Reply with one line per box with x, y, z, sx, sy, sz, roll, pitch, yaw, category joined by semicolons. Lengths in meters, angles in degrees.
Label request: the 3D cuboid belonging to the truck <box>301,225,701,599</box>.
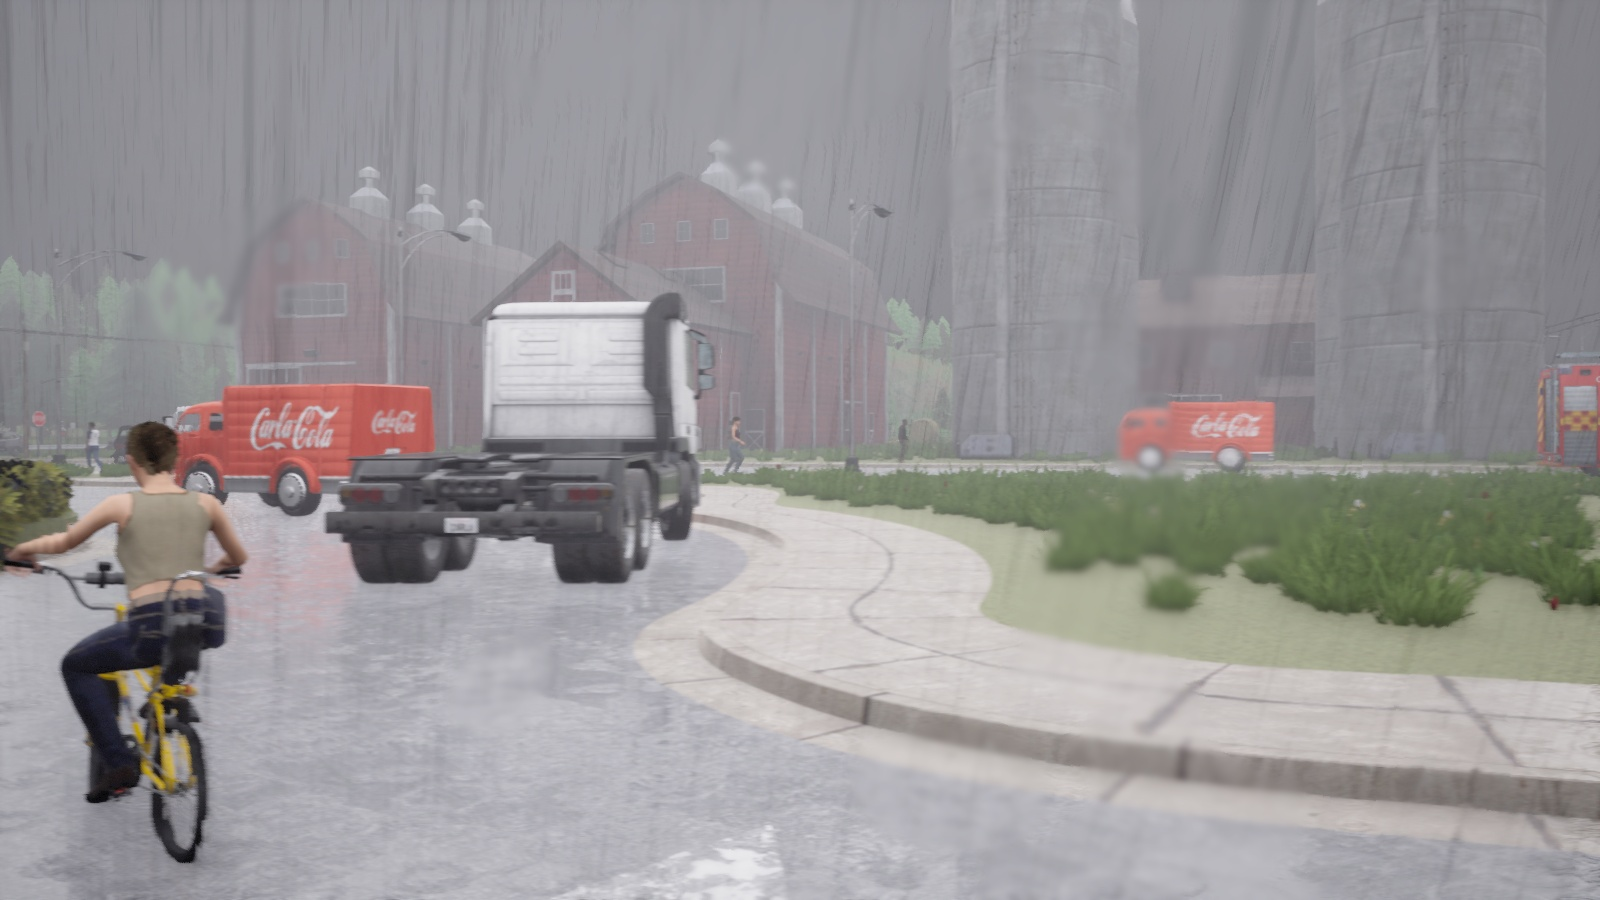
-3.091;-0.423;15.627;2.891;3.462;7.936;0;1;2;truck

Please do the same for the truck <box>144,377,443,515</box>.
-9.953;-0.106;24.699;5.204;2.467;2.627;0;1;25;truck

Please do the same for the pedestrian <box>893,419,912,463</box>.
4.297;-0.371;52.750;0.703;1.840;0.431;1;1;20;pedestrian

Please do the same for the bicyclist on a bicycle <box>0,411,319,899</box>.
-2.657;0.671;4.948;0.866;1.612;1.509;1;1;-44;bicyclist on a bicycle

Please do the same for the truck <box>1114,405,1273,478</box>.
13.901;-0.342;44.488;5.204;2.467;2.627;1;1;18;truck

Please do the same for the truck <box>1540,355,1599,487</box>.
26.773;-0.844;36.656;8.468;3.827;2.891;0;1;19;truck

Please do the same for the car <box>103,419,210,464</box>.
-27.688;-0.368;54.088;3.866;1.878;1.905;1;1;18;car

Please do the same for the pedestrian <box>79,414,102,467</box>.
-24.885;-0.333;44.043;0.706;1.836;0.354;1;1;23;pedestrian

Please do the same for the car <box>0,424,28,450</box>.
-51.361;-0.812;78.800;2.242;1.667;4.611;1;1;19;car

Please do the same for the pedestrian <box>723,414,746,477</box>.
-1.932;-0.134;36.986;0.594;1.836;0.345;0;1;17;pedestrian
